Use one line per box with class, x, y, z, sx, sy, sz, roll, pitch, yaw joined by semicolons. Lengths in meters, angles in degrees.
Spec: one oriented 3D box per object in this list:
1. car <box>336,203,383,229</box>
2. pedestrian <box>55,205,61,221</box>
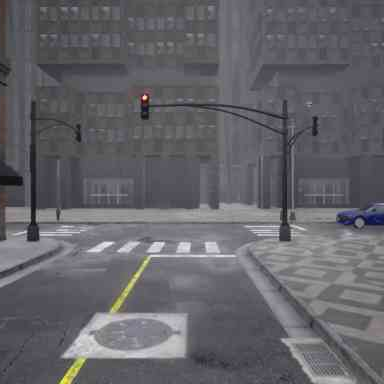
car;11.811;1.458;21.124;5.008;1.535;1.882;0;0;1
pedestrian;-9.817;1.532;24.418;0.500;1.100;0.500;0;0;1
